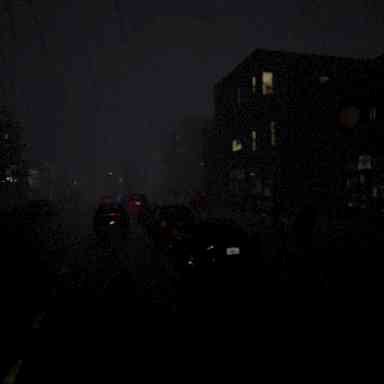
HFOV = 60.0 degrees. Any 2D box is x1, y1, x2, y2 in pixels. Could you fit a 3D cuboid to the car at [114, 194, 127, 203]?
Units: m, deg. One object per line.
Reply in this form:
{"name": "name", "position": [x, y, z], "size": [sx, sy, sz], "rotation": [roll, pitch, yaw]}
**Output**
{"name": "car", "position": [-12.539, 1.182, 58.344], "size": [1.887, 1.381, 4.507], "rotation": [-2, 1, -15]}

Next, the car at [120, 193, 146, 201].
{"name": "car", "position": [-5.324, 1.100, 31.556], "size": [2.192, 1.841, 5.009], "rotation": [-2, 1, -15]}

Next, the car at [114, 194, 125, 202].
{"name": "car", "position": [-13.983, 1.190, 63.702], "size": [1.802, 1.307, 4.206], "rotation": [-2, 1, -15]}

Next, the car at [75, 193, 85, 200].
{"name": "car", "position": [-27.854, 1.140, 82.945], "size": [1.967, 1.590, 4.097], "rotation": [-2, 1, -15]}

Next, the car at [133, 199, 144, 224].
{"name": "car", "position": [-2.472, 1.368, 21.010], "size": [1.752, 1.417, 4.829], "rotation": [-2, 1, -15]}

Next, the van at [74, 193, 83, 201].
{"name": "van", "position": [-26.413, 1.071, 77.587], "size": [1.690, 1.788, 3.998], "rotation": [-2, 1, -15]}

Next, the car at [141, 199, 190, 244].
{"name": "car", "position": [-0.986, 1.313, 15.487], "size": [1.967, 1.590, 4.097], "rotation": [-2, 1, -15]}

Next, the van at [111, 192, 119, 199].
{"name": "van", "position": [-19.769, 0.830, 85.126], "size": [1.690, 1.788, 3.998], "rotation": [-2, 1, -15]}

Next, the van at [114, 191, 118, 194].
{"name": "van", "position": [-11.101, 1.008, 52.985], "size": [1.690, 1.788, 3.998], "rotation": [-2, 1, -15]}

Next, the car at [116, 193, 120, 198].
{"name": "car", "position": [-8.209, 1.166, 42.272], "size": [1.967, 1.590, 4.097], "rotation": [-2, 1, -15]}

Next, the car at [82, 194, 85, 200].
{"name": "car", "position": [-24.969, 1.075, 72.230], "size": [2.192, 1.841, 5.009], "rotation": [-2, 1, -15]}

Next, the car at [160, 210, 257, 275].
{"name": "car", "position": [0.462, 1.468, 10.132], "size": [1.947, 1.339, 4.313], "rotation": [-2, 1, -15]}

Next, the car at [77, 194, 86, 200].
{"name": "car", "position": [-29.295, 1.215, 88.304], "size": [1.887, 1.381, 4.507], "rotation": [-2, 1, -15]}

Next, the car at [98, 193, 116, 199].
{"name": "car", "position": [-11.647, 1.250, 45.039], "size": [1.882, 1.535, 5.008], "rotation": [-1, 1, -15]}

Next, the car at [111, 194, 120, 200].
{"name": "car", "position": [-18.316, 1.101, 79.773], "size": [1.802, 1.307, 4.206], "rotation": [-2, 1, -15]}

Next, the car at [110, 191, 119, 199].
{"name": "car", "position": [-21.214, 0.774, 90.483], "size": [2.192, 1.841, 5.009], "rotation": [-2, 1, -15]}

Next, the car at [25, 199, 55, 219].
{"name": "car", "position": [-13.408, 1.436, 29.376], "size": [1.967, 1.590, 4.097], "rotation": [-2, 1, -15]}

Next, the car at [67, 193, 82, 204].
{"name": "car", "position": [-22.072, 1.370, 61.519], "size": [2.008, 1.369, 4.403], "rotation": [-2, 1, -15]}

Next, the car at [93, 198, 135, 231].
{"name": "car", "position": [-4.852, 1.402, 19.890], "size": [2.128, 1.511, 4.902], "rotation": [-1, 1, -15]}
